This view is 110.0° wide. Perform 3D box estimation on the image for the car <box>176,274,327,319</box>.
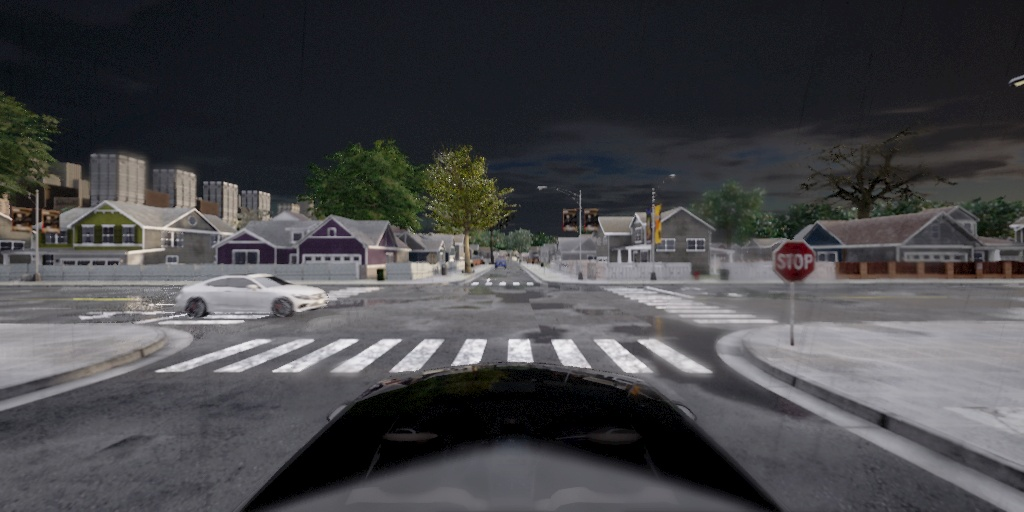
[{"bbox_3d":[-9.096,1.351,12.686,4.674,1.442,1.812,0,0,0],"label":"car"}]
